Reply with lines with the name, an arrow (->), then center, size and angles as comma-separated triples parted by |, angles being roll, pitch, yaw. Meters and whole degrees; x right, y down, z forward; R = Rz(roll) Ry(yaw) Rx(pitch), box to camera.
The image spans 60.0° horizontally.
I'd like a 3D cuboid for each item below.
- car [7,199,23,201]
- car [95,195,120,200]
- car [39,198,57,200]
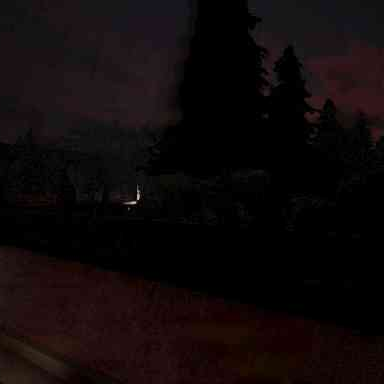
car -> -24.954, 1.600, 46.061 | 1.895, 1.301, 4.718 | 0, 0, 36
car -> -13.294, 1.319, 56.307 | 2.128, 1.511, 4.902 | 0, 3, 36
car -> -20.454, 1.525, 46.320 | 1.812, 1.442, 4.674 | 0, 0, 36
